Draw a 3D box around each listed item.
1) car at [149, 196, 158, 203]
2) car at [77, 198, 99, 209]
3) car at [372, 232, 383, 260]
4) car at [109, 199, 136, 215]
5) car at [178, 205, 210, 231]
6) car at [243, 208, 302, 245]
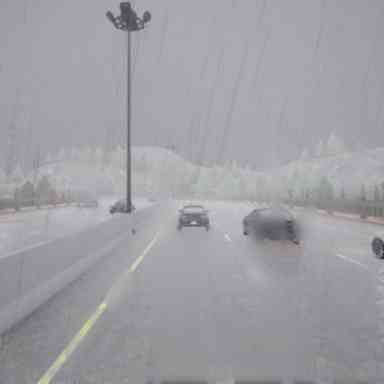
[{"bbox_3d":[-8.757,1.665,74.512,2.033,1.411,5.357,0,0,-10],"label":"car"},{"bbox_3d":[-14.073,1.552,45.137,2.128,1.511,4.902,0,0,0],"label":"car"},{"bbox_3d":[7.102,1.528,9.526,1.812,1.442,4.674,0,0,0],"label":"car"},{"bbox_3d":[-7.088,1.634,34.082,1.895,1.301,4.718,0,0,0],"label":"car"},{"bbox_3d":[0.105,1.535,20.732,1.812,1.442,4.674,0,0,0],"label":"car"},{"bbox_3d":[3.603,1.483,15.725,1.882,1.535,5.008,0,0,0],"label":"car"}]
